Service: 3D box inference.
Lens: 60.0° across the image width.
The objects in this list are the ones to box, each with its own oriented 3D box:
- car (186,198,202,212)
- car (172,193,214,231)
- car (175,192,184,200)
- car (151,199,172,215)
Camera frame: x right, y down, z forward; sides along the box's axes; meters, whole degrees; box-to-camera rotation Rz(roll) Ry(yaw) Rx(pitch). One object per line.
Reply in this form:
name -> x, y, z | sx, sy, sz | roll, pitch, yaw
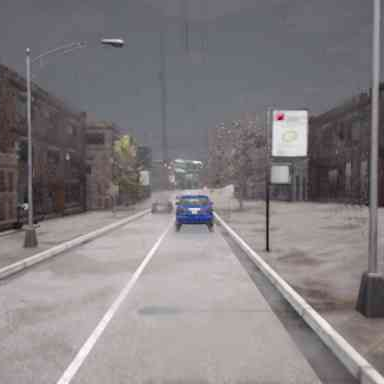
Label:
car -> 0.227, 1.467, 38.999 | 1.812, 1.442, 4.674 | 0, 0, 0
car -> 0.151, 1.191, 20.682 | 2.150, 2.045, 5.566 | 0, 0, 0
car -> -2.721, 0.952, 74.539 | 1.882, 1.535, 5.008 | 0, 2, 0
car -> -2.988, 1.441, 33.821 | 2.128, 1.511, 4.902 | 0, 0, 0
